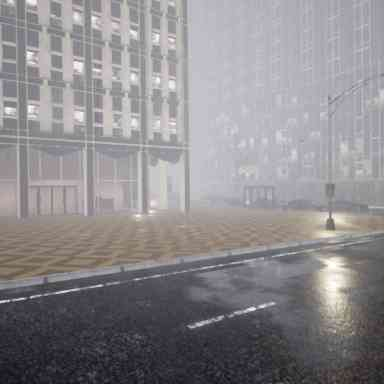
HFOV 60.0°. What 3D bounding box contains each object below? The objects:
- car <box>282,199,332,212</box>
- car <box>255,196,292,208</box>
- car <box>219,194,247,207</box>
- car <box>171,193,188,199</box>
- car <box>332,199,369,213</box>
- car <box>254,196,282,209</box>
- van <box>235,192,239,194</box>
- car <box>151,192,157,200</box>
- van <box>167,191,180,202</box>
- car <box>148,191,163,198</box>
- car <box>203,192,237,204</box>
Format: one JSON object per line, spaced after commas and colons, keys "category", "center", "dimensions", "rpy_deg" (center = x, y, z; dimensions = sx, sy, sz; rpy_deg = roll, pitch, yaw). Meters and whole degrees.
{"category": "car", "center": [12.480, 1.417, 36.310], "dimensions": [1.947, 1.339, 4.313], "rpy_deg": [-1, 1, -34]}
{"category": "car", "center": [10.687, 1.268, 43.763], "dimensions": [1.812, 1.442, 4.674], "rpy_deg": [-1, 1, -34]}
{"category": "car", "center": [6.149, 1.313, 45.753], "dimensions": [1.947, 1.339, 4.313], "rpy_deg": [-1, 1, -34]}
{"category": "car", "center": [-2.859, 0.928, 73.991], "dimensions": [1.802, 1.307, 4.206], "rpy_deg": [-1, 1, -34]}
{"category": "car", "center": [16.426, 1.398, 35.328], "dimensions": [1.994, 1.385, 4.181], "rpy_deg": [-1, 1, -34]}
{"category": "car", "center": [9.297, 1.381, 41.021], "dimensions": [1.802, 1.307, 4.206], "rpy_deg": [-1, 1, -34]}
{"category": "van", "center": [6.730, 0.847, 59.889], "dimensions": [1.690, 1.788, 3.998], "rpy_deg": [-1, 1, -34]}
{"category": "car", "center": [-9.789, 1.033, 69.279], "dimensions": [2.008, 1.369, 4.403], "rpy_deg": [0, 1, -34]}
{"category": "van", "center": [-3.395, 0.931, 59.877], "dimensions": [1.690, 1.788, 3.998], "rpy_deg": [-1, 1, -34]}
{"category": "car", "center": [-9.253, 0.678, 83.387], "dimensions": [1.967, 1.590, 4.097], "rpy_deg": [-1, 1, -34]}
{"category": "car", "center": [4.377, 1.145, 53.068], "dimensions": [1.837, 1.490, 4.892], "rpy_deg": [-1, 1, -34]}
